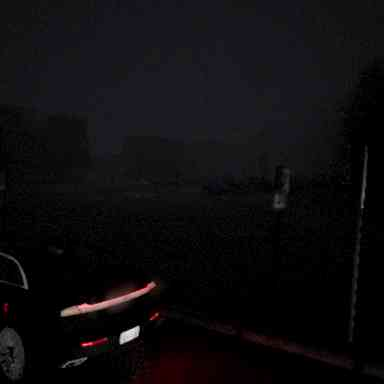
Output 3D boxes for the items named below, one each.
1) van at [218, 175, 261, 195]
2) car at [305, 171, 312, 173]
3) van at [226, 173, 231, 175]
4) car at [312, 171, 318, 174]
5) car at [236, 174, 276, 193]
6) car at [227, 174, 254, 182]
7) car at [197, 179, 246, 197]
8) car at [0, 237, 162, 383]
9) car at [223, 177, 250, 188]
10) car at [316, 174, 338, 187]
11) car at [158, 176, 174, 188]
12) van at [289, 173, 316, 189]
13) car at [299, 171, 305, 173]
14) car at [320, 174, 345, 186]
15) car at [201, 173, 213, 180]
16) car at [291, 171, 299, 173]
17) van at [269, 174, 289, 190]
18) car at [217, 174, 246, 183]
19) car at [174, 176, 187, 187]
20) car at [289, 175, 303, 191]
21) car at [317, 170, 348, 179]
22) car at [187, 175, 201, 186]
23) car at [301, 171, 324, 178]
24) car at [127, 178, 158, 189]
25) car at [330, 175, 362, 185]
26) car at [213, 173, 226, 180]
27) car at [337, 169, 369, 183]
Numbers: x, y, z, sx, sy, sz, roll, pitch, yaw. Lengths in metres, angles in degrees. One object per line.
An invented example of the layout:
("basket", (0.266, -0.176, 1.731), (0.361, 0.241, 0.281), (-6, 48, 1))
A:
("van", (6.105, -0.722, 42.764), (4.442, 1.987, 1.878), (4, 7, 33))
("car", (25.995, -4.113, 80.759), (4.674, 1.452, 2.002), (2, 5, 31))
("van", (5.298, -2.744, 64.317), (4.442, 1.987, 1.878), (2, 6, 31))
("car", (28.308, -4.446, 82.539), (4.553, 1.767, 2.185), (2, 6, 31))
("car", (8.367, -0.937, 44.638), (5.566, 2.045, 2.435), (4, 7, 33))
("car", (9.964, -2.883, 67.957), (5.008, 1.535, 2.097), (2, 5, 31))
("car", (3.614, -0.322, 41.048), (5.008, 1.535, 2.097), (4, 7, 33))
("car", (-2.699, 1.498, 5.437), (4.902, 1.511, 2.128), (0, 0, 36))
("car", (7.280, -1.536, 54.169), (1.812, 1.442, 4.674), (4, 7, 45))
("car", (20.340, -1.598, 53.702), (4.892, 1.521, 2.231), (4, 7, 32))
("car", (-6.011, -1.562, 55.011), (4.792, 1.488, 2.163), (2, 5, 31))
("van", (15.665, -1.451, 49.990), (4.442, 1.987, 1.878), (4, 7, 33))
("car", (23.723, -4.100, 78.897), (4.553, 1.767, 2.185), (2, 6, 31))
("car", (22.740, -1.754, 55.530), (4.792, 1.488, 2.163), (4, 7, 32))
("car", (0.849, -2.271, 60.551), (4.553, 1.767, 2.185), (2, 6, 31))
("car", (21.412, -3.796, 77.097), (5.008, 1.535, 2.097), (2, 6, 31))
("van", (10.683, -1.099, 46.492), (4.442, 1.987, 1.878), (4, 7, 33))
("car", (7.845, -2.697, 66.018), (5.366, 1.575, 1.946), (2, 5, 31))
("car", (-3.728, -1.901, 56.846), (4.553, 1.767, 2.185), (2, 6, 31))
("car", (13.149, -1.177, 48.269), (4.553, 1.767, 2.185), (4, 7, 33))
("car", (25.121, -2.218, 57.342), (5.566, 2.045, 2.435), (4, 7, 32))
("car", (-1.488, -1.933, 58.744), (4.792, 1.488, 2.163), (2, 6, 31))
("car", (30.588, -4.487, 84.385), (5.008, 1.535, 2.097), (2, 5, 32))
("car", (-8.324, -1.367, 53.170), (4.674, 1.452, 2.002), (2, 5, 31))
("car", (27.466, -2.156, 59.235), (4.892, 1.521, 2.231), (4, 7, 31))
("car", (3.113, -2.332, 62.437), (5.008, 1.535, 2.097), (2, 5, 31))
("car", (29.847, -2.592, 61.052), (5.566, 2.045, 2.435), (4, 7, 31))
